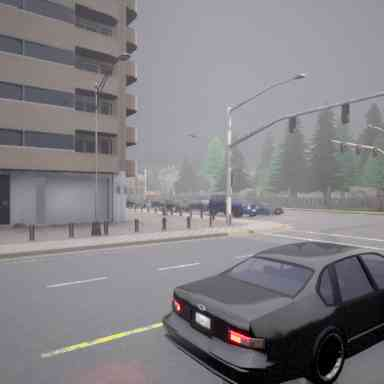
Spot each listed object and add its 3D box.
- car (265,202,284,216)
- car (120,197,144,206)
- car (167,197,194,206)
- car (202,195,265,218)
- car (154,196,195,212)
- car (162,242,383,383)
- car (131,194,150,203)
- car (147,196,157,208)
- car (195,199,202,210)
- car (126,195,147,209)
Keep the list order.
[{"bbox_3d":[6.932,1.620,32.759,1.994,1.385,4.181,0,0,-36],"label":"car"},{"bbox_3d":[-10.372,1.603,56.868,2.033,1.411,5.357,0,0,-35],"label":"car"},{"bbox_3d":[-2.032,1.602,57.519,2.033,1.411,5.357,0,0,-35],"label":"car"},{"bbox_3d":[3.773,1.279,31.153,2.150,2.045,5.566,0,0,-36],"label":"car"},{"bbox_3d":[-2.140,1.560,39.366,1.837,1.490,4.892,0,0,-36],"label":"car"},{"bbox_3d":[2.180,1.547,5.334,5.357,1.411,2.033,0,0,-35],"label":"car"},{"bbox_3d":[-10.951,1.408,69.866,2.097,1.767,4.553,0,0,-36],"label":"car"},{"bbox_3d":[-4.197,1.407,48.225,2.097,1.767,4.553,0,0,-36],"label":"car"},{"bbox_3d":[1.290,1.581,40.607,1.812,1.442,4.674,0,0,-36],"label":"car"},{"bbox_3d":[-8.218,1.560,47.820,1.837,1.490,4.892,0,0,-36],"label":"car"}]
